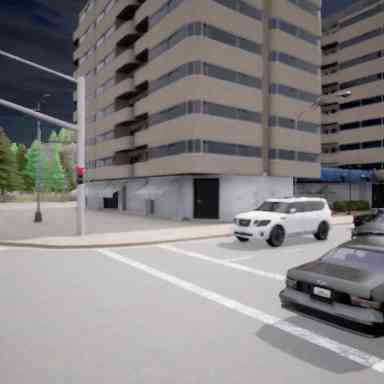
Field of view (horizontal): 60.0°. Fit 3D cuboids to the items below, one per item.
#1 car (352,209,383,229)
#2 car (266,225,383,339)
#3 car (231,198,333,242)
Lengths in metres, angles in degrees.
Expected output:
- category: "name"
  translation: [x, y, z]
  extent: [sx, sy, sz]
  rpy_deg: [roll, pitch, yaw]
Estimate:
- category: "car"
  translation: [9.287, 1.633, 14.924]
  extent: [5.357, 1.411, 2.033]
  rpy_deg: [0, 0, -36]
- category: "car"
  translation: [4.069, 1.615, 6.655]
  extent: [5.357, 1.411, 2.033]
  rpy_deg: [0, 0, -36]
- category: "car"
  translation: [4.394, 1.295, 15.731]
  extent: [5.566, 2.045, 2.150]
  rpy_deg: [0, 0, -36]
